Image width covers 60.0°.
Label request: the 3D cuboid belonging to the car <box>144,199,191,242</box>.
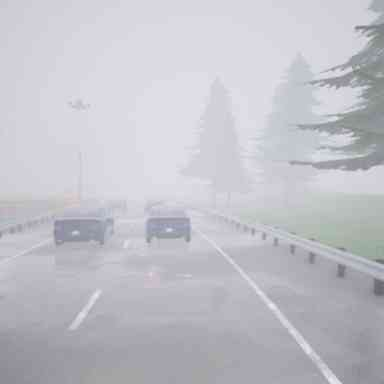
[{"bbox_3d":[-1.183,1.327,15.483,1.882,1.535,5.008,0,0,-7],"label":"car"}]

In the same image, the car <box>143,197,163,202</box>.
[{"bbox_3d":[-3.230,1.196,29.191,1.882,1.535,5.008,0,0,-9],"label":"car"}]

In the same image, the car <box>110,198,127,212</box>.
[{"bbox_3d":[-7.578,1.276,33.999,1.895,1.301,4.718,0,1,-10],"label":"car"}]

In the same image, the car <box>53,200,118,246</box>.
[{"bbox_3d":[-4.601,1.338,14.731,1.882,1.535,5.008,0,1,-7],"label":"car"}]
